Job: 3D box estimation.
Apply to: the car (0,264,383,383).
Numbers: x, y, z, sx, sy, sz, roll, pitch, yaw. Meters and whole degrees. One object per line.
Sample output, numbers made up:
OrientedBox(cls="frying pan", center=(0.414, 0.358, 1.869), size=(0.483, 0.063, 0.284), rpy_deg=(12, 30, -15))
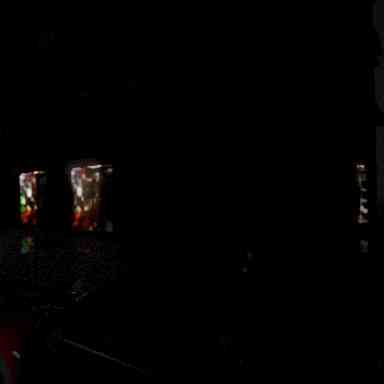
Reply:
OrientedBox(cls="car", center=(-0.323, 1.442, 3.124), size=(4.097, 1.590, 1.967), rpy_deg=(0, -1, 36))
